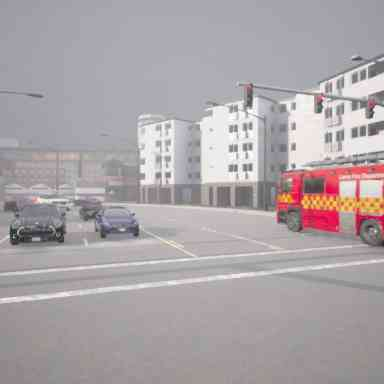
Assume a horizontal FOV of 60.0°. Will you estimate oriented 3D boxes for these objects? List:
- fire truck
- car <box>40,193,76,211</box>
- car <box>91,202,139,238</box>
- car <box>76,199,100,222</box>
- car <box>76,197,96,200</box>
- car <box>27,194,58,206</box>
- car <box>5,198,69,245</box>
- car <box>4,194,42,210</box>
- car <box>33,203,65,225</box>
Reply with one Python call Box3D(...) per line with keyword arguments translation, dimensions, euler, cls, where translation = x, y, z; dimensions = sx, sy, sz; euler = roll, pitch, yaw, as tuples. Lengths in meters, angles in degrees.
Box3D(translation=(7.737, 0.346, 16.321), dimensions=(2.891, 3.827, 8.468), euler=(0, 0, -20), cls="fire truck")
Box3D(translation=(-15.801, 1.136, 37.982), dimensions=(2.150, 2.045, 5.566), euler=(0, 1, -45), cls="car")
Box3D(translation=(-4.130, 1.505, 17.819), dimensions=(1.812, 1.442, 4.674), euler=(0, 0, -22), cls="car")
Box3D(translation=(-7.667, 1.519, 26.255), dimensions=(1.994, 1.385, 4.181), euler=(0, 0, -25), cls="car")
Box3D(translation=(-14.982, 1.389, 46.714), dimensions=(4.902, 1.511, 2.128), euler=(0, 0, 38), cls="car")
Box3D(translation=(-23.531, 1.226, 52.352), dimensions=(4.553, 1.767, 2.097), euler=(0, 0, 25), cls="car")
Box3D(translation=(-7.061, 1.333, 15.622), dimensions=(2.097, 1.767, 4.553), euler=(0, 0, -19), cls="car")
Box3D(translation=(-18.171, 1.273, 35.300), dimensions=(4.553, 1.767, 2.097), euler=(0, 0, 45), cls="car")
Box3D(translation=(-10.885, 1.555, 25.063), dimensions=(1.895, 1.301, 4.718), euler=(0, 0, -27), cls="car")
